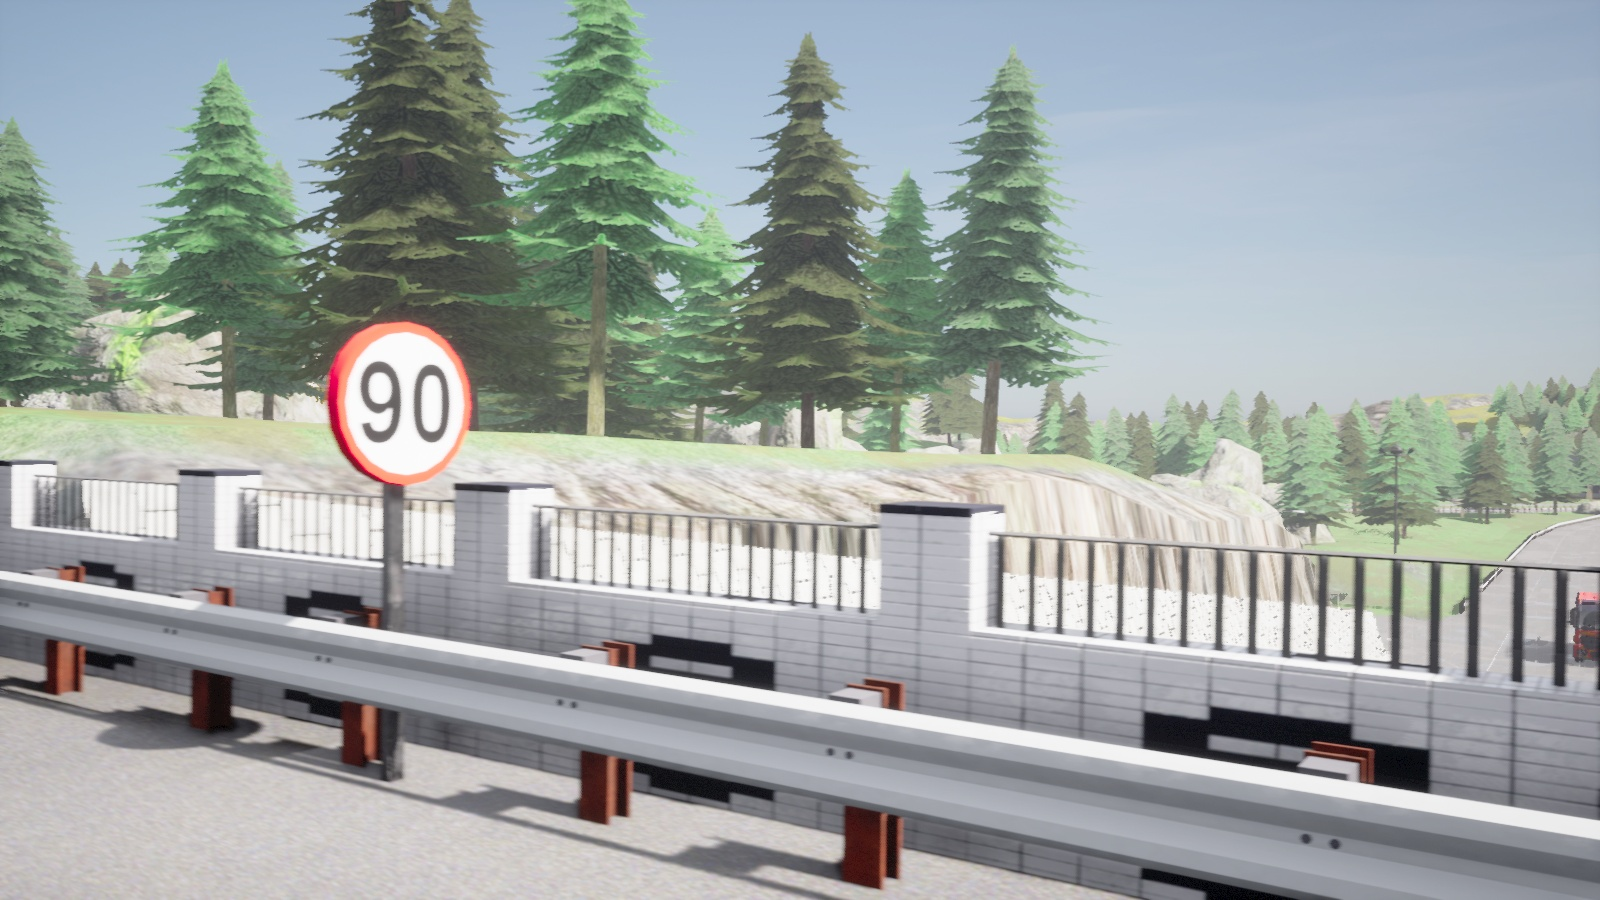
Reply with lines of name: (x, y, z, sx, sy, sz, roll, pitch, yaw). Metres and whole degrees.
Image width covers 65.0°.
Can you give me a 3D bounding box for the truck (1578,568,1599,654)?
truck: (46.439, 9.163, 72.019, 2.891, 3.827, 8.468, 0, 1, 33)
